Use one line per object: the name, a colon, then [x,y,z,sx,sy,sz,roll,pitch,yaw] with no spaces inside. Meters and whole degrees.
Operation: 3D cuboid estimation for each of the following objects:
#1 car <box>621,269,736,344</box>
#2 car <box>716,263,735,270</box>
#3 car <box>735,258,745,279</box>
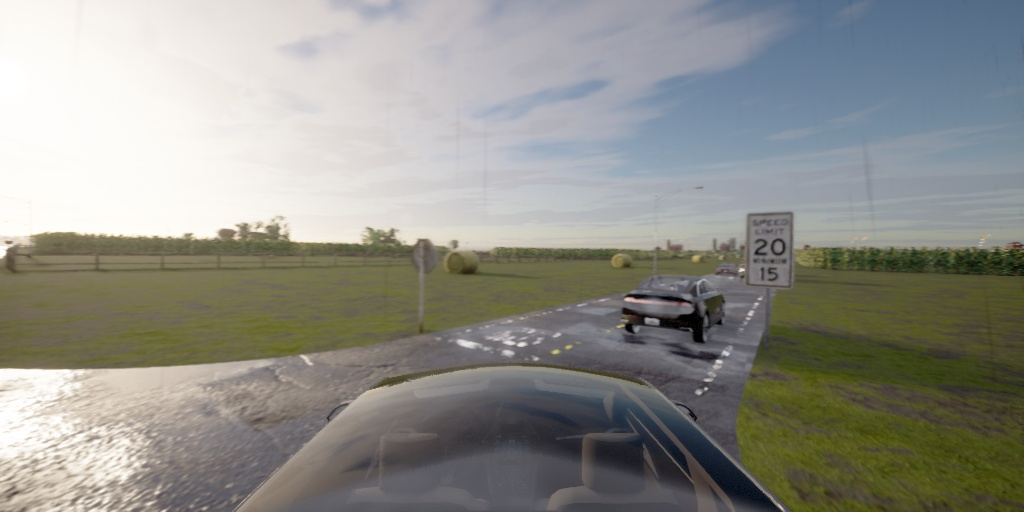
car: [4.599,1.266,9.922,2.128,1.511,4.902,1,0,37]
car: [23.797,1.444,39.552,1.994,1.385,4.181,1,1,37]
car: [22.982,1.133,33.879,2.150,2.045,5.566,1,1,38]
